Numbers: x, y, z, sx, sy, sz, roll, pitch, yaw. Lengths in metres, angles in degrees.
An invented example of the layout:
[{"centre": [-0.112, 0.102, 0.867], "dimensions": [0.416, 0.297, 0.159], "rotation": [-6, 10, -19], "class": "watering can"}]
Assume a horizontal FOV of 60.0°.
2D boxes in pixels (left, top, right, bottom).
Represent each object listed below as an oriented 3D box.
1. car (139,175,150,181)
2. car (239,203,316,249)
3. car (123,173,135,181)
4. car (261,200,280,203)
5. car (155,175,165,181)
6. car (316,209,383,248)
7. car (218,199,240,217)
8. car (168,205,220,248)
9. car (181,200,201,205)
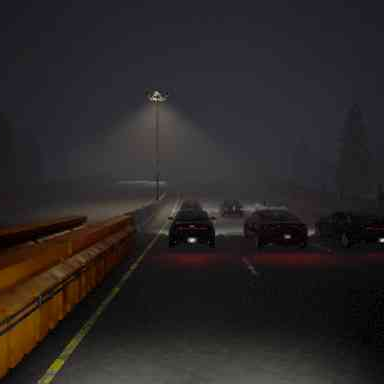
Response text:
[{"centre": [-10.833, -3.276, 76.077], "dimensions": [1.994, 1.385, 4.181], "rotation": [0, 7, 0], "class": "car"}, {"centre": [3.500, 1.486, 14.655], "dimensions": [1.882, 1.535, 5.008], "rotation": [0, 0, 0], "class": "car"}, {"centre": [-14.333, -3.476, 76.064], "dimensions": [2.097, 1.767, 4.553], "rotation": [0, 7, 0], "class": "car"}, {"centre": [6.923, 1.413, 29.725], "dimensions": [1.895, 1.301, 4.718], "rotation": [0, 2, 0], "class": "car"}, {"centre": [-7.333, -3.230, 76.071], "dimensions": [1.895, 1.301, 4.718], "rotation": [0, 7, 0], "class": "car"}, {"centre": [7.000, 1.517, 14.656], "dimensions": [1.837, 1.490, 4.892], "rotation": [0, 0, 0], "class": "car"}, {"centre": [3.424, 1.361, 29.673], "dimensions": [2.033, 1.411, 5.357], "rotation": [0, 2, 0], "class": "car"}, {"centre": [0.000, 1.517, 14.653], "dimensions": [1.837, 1.490, 4.892], "rotation": [0, 0, 0], "class": "car"}, {"centre": [-0.076, 1.372, 29.655], "dimensions": [1.994, 1.385, 4.181], "rotation": [0, 2, 0], "class": "car"}]
